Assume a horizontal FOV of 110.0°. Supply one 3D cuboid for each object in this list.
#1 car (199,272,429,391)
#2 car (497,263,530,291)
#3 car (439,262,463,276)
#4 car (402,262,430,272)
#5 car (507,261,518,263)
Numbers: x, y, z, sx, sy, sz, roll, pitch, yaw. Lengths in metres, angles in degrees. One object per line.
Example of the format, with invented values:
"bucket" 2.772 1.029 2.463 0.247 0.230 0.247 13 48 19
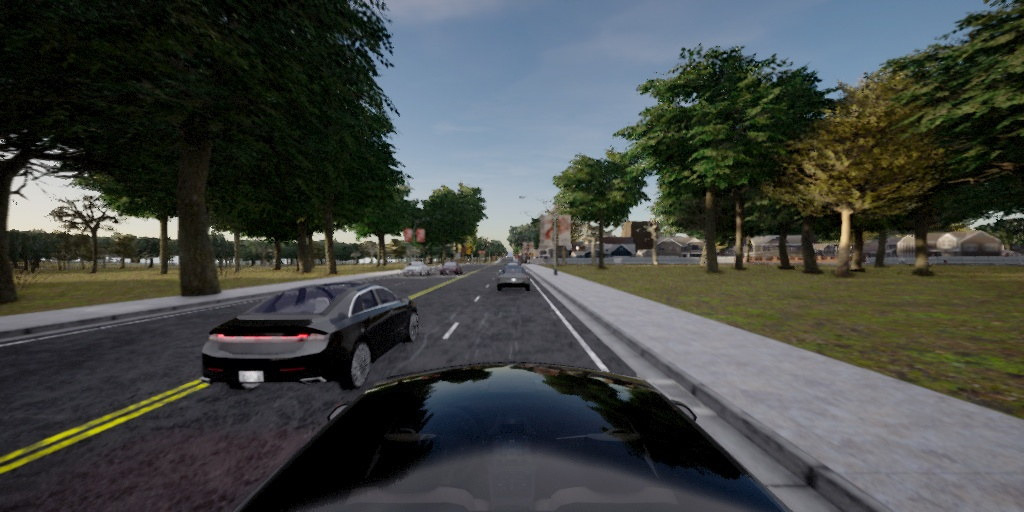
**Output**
"car" -3.151 1.242 6.758 2.128 1.511 4.902 0 0 0
"car" 0.095 1.326 22.210 1.994 1.385 4.181 0 0 0
"car" -6.563 1.327 38.924 1.812 1.442 4.674 0 0 0
"car" -9.827 1.322 36.972 1.812 1.442 4.674 0 0 0
"car" 0.090 1.333 40.645 1.812 1.442 4.674 0 0 0
